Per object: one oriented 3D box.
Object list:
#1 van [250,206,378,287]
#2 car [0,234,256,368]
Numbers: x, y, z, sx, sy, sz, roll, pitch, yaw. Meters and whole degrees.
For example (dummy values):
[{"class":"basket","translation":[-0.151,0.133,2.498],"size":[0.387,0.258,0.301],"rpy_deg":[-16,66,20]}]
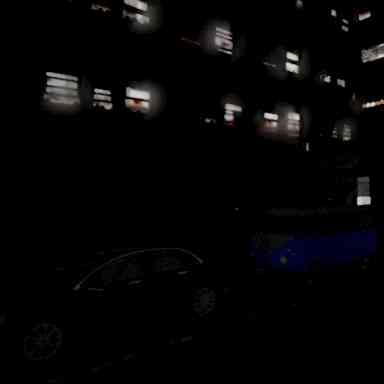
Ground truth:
[{"class":"van","translation":[3.291,1.285,8.883],"size":[3.998,1.788,1.690],"rpy_deg":[-1,0,-35]},{"class":"car","translation":[-1.267,1.535,5.628],"size":[4.403,1.369,2.008],"rpy_deg":[-1,0,-35]}]
